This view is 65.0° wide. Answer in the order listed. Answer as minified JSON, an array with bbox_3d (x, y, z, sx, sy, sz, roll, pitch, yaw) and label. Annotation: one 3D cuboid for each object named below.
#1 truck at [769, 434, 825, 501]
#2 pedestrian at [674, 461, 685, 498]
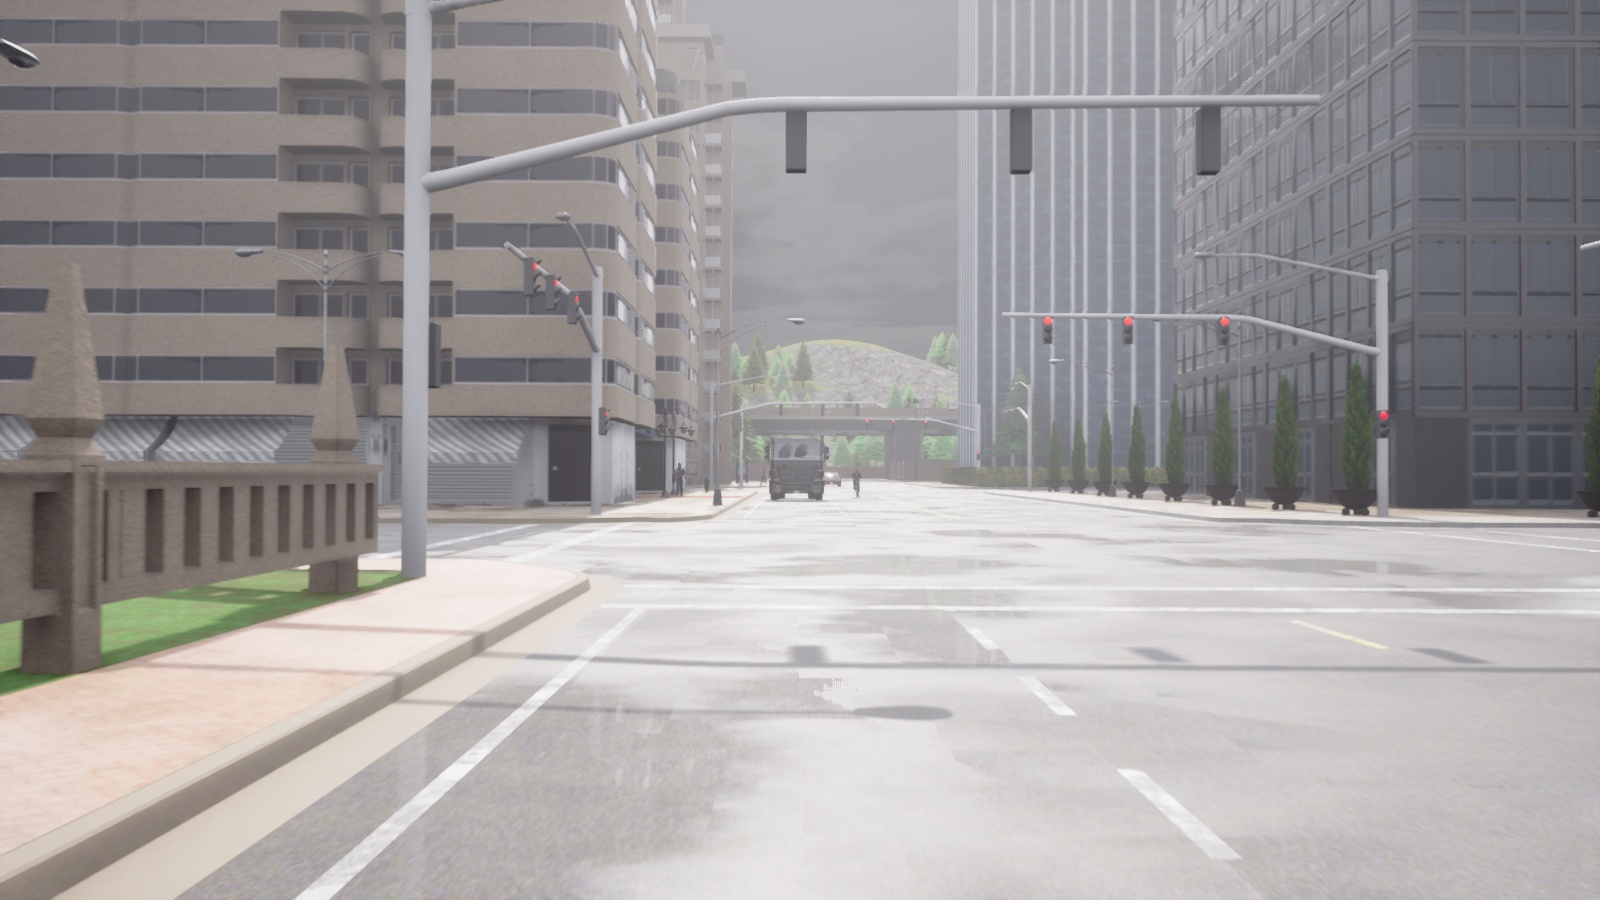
[{"bbox_3d":[-0.170,0.993,69.276,2.891,3.462,7.936,0,-1,0],"label":"truck"},{"bbox_3d":[-6.419,1.587,67.024,0.423,1.949,0.788,0,-1,6],"label":"pedestrian"}]
